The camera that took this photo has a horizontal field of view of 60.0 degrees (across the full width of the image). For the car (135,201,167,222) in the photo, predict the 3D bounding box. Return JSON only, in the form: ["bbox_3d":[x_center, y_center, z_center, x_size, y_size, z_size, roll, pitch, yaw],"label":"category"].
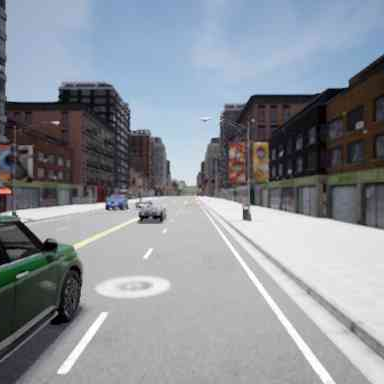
[{"bbox_3d":[-3.143,1.689,27.500,1.895,1.301,4.718,0,0,0],"label":"car"}]

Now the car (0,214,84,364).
[{"bbox_3d":[-3.147,1.233,4.031,2.150,2.045,5.566,0,0,0],"label":"car"}]

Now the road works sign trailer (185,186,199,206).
[{"bbox_3d":[0.012,0.670,58.134,2.380,3.560,2.880,0,0,0],"label":"road works sign trailer"}]

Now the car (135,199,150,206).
[{"bbox_3d":[-6.568,1.648,45.543,2.128,1.511,4.902,0,0,0],"label":"car"}]

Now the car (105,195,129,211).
[{"bbox_3d":[-9.822,1.373,43.894,2.150,2.045,5.566,0,-1,0],"label":"car"}]
